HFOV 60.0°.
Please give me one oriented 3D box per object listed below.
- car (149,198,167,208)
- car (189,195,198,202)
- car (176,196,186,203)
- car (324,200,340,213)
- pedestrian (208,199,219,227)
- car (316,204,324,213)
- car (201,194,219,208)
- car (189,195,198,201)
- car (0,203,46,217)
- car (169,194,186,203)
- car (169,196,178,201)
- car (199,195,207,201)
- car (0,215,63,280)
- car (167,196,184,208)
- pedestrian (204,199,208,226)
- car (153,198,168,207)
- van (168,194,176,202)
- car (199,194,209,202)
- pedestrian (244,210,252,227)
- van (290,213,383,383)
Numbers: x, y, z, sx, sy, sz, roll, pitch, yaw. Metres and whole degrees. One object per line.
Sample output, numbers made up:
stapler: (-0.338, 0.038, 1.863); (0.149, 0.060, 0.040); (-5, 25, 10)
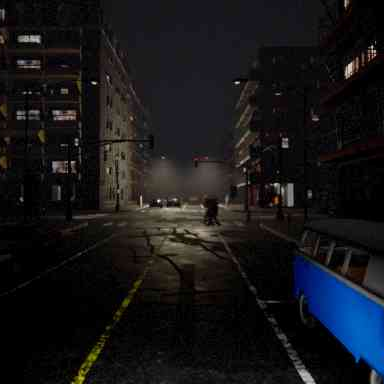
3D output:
car: (-5.083, 1.606, 48.048); (1.947, 1.339, 4.313); (1, 0, 0)
car: (0.353, 1.583, 77.653); (1.882, 1.535, 5.008); (0, 0, 0)
car: (-2.420, 1.646, 72.763); (1.994, 1.385, 4.181); (0, 0, 0)
car: (13.868, 1.454, 27.726); (4.403, 1.369, 2.008); (0, -1, 0)
pedestrian: (1.363, 1.310, 21.087); (0.375, 1.860, 0.375); (1, -1, 0)
car: (14.999, 1.494, 33.135); (5.008, 1.535, 1.882); (0, -1, 1)
car: (2.802, 1.355, 48.058); (2.192, 1.841, 5.009); (1, 0, 0)
car: (0.400, 1.527, 88.078); (2.128, 1.511, 4.902); (0, 0, 0)
car: (-16.021, 1.642, 30.398); (4.718, 1.301, 1.895); (0, -1, 0)
car: (-2.560, 1.556, 59.051); (1.837, 1.490, 4.892); (0, 1, 1)
car: (-4.908, 1.715, 86.980); (2.008, 1.369, 4.403); (1, 0, 0)
car: (2.973, 1.605, 86.980); (1.967, 1.590, 4.097); (1, 0, 0)
car: (-5.257, 1.588, 9.968); (1.802, 1.307, 4.206); (1, 0, 0)
car: (-2.623, 1.604, 48.304); (1.994, 1.385, 4.181); (0, 0, 1)
pedestrian: (1.160, 1.303, 22.289); (0.375, 1.860, 0.375); (1, -1, 0)
car: (-5.058, 1.612, 53.609); (1.947, 1.339, 4.313); (1, 0, 0)
van: (-4.929, 1.473, 81.416); (1.690, 1.788, 3.998); (1, 0, 0)
car: (2.950, 1.448, 81.416); (2.192, 1.841, 5.009); (1, 0, 0)
pedestrian: (3.712, 1.691, 21.668); (0.500, 1.100, 0.500); (1, -1, 0)
van: (2.569, 1.343, 4.346); (1.690, 1.788, 3.998); (1, 0, 0)
